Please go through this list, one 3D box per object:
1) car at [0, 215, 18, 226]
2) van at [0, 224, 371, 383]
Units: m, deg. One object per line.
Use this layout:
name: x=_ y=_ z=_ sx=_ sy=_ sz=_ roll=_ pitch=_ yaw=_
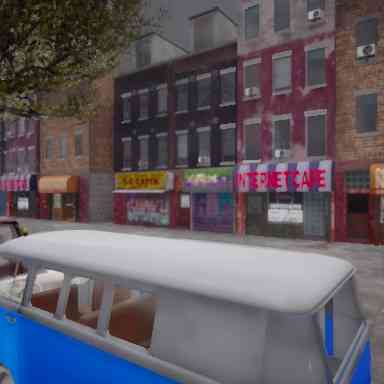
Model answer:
car: x=-4.998 y=1.315 z=6.375 sx=5.009 sy=1.841 sz=2.192 roll=0 pitch=0 yaw=36
van: x=-0.483 y=1.341 z=3.155 sx=3.998 sy=1.788 sz=1.690 roll=0 pitch=0 yaw=36
